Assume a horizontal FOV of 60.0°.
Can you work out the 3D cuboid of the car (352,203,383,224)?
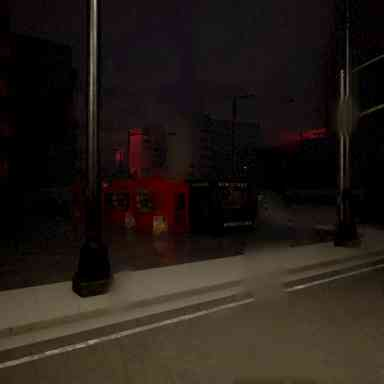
[{"bbox_3d":[13.358,1.538,23.112,1.882,1.535,5.008,0,0,-36],"label":"car"}]

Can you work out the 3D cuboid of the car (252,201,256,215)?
[{"bbox_3d":[5.401,1.770,34.121,1.994,1.385,4.181,0,-1,-36],"label":"car"}]

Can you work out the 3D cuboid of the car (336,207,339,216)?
[{"bbox_3d":[14.415,1.614,27.648,1.812,1.442,4.674,0,-1,-36],"label":"car"}]

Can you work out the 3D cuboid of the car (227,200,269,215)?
[{"bbox_3d":[6.427,1.726,38.676,1.882,1.535,5.008,0,-1,-36],"label":"car"}]
